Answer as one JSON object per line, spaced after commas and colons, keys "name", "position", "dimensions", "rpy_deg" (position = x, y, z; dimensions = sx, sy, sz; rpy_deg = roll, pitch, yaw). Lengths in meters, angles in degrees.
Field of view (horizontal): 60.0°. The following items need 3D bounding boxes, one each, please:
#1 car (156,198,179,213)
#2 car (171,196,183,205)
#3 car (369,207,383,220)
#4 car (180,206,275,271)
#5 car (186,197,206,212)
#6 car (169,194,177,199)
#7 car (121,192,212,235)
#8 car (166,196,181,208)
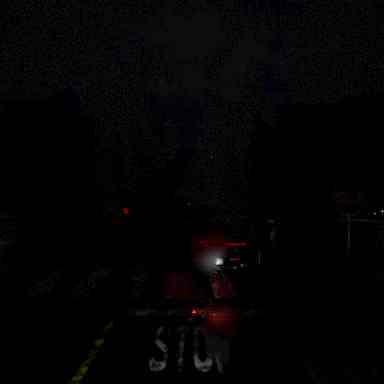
{"name": "car", "position": [-2.604, 1.438, 36.701], "dimensions": [2.033, 1.411, 5.357], "rpy_deg": [0, 0, 2]}
{"name": "car", "position": [-2.530, 1.386, 57.292], "dimensions": [1.994, 1.385, 4.181], "rpy_deg": [0, 0, 0]}
{"name": "car", "position": [15.529, 1.403, 24.651], "dimensions": [4.181, 1.385, 1.994], "rpy_deg": [-1, -1, -1]}
{"name": "car", "position": [1.485, 1.341, 10.761], "dimensions": [1.837, 1.490, 4.892], "rpy_deg": [-1, 4, 20]}
{"name": "car", "position": [0.392, 1.379, 37.703], "dimensions": [2.128, 1.511, 4.902], "rpy_deg": [0, 0, 0]}
{"name": "car", "position": [-5.271, 1.273, 94.189], "dimensions": [2.008, 1.369, 4.403], "rpy_deg": [1, 0, 0]}
{"name": "car", "position": [-0.955, 1.126, 17.805], "dimensions": [5.566, 2.045, 2.150], "rpy_deg": [-1, -1, -1]}
{"name": "car", "position": [-2.559, 1.334, 46.803], "dimensions": [1.882, 1.535, 5.008], "rpy_deg": [0, 0, 0]}
